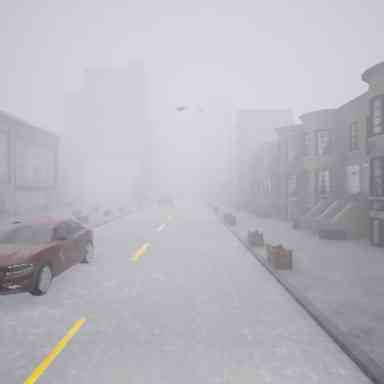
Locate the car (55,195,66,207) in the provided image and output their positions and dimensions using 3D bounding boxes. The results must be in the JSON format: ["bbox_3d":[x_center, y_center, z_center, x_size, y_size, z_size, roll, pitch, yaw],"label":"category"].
[{"bbox_3d":[-19.073,1.100,43.334,3.866,1.878,1.905,0,0,10],"label":"car"}]

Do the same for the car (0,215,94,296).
[{"bbox_3d":[-4.097,1.448,8.806,1.882,1.535,5.008,0,0,0],"label":"car"}]

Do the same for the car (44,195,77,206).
[{"bbox_3d":[-19.450,1.253,49.387,4.193,1.474,1.816,0,0,10],"label":"car"}]

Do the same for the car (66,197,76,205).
[{"bbox_3d":[-19.306,1.195,46.435,4.611,1.667,2.242,0,0,10],"label":"car"}]

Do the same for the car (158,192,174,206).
[{"bbox_3d":[-4.076,1.050,52.218,2.150,2.045,5.566,0,0,0],"label":"car"}]
